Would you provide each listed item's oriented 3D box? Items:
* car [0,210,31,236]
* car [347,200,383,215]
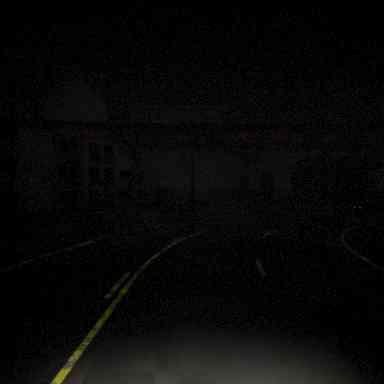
[{"bbox_3d":[-9.609,1.498,14.908,1.895,1.301,4.718,0,0,13],"label":"car"},{"bbox_3d":[17.356,1.436,31.605,5.357,1.411,2.033,0,0,-21],"label":"car"}]
